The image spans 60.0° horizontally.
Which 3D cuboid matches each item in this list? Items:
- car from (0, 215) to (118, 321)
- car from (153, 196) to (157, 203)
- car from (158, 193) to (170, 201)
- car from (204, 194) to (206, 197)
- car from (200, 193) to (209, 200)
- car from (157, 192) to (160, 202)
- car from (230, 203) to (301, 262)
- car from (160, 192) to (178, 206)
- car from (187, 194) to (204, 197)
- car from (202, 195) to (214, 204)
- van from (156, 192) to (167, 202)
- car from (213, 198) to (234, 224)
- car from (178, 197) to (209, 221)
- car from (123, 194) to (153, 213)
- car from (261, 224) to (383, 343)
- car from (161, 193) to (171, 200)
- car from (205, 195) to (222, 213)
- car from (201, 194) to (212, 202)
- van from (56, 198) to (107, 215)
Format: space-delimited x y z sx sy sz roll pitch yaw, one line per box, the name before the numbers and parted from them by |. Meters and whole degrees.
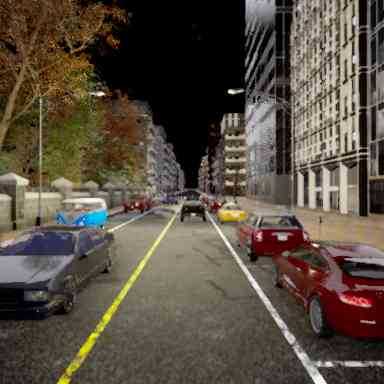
car | -3.102 1.505 7.695 2.033 1.411 5.357 0 0 0
car | -5.687 1.316 39.979 1.887 1.381 4.507 1 0 0
car | -5.689 1.022 68.046 1.967 1.590 4.097 1 0 0
car | 2.693 1.280 45.559 1.887 1.381 4.507 1 0 0
car | 2.690 1.066 73.815 1.752 1.417 4.829 1 0 0
car | -5.689 1.185 56.650 1.752 1.417 4.829 1 0 0
car | 2.698 1.375 11.854 1.967 1.590 4.097 1 0 0
car | -3.088 1.065 48.962 2.097 1.767 4.553 0 0 0
car | 0.094 1.114 41.241 2.097 1.767 4.553 0 0 0
car | 2.692 1.204 56.795 1.887 1.381 4.507 1 0 0
van | -5.687 0.962 62.432 1.690 1.788 3.998 1 0 0
car | 2.695 1.397 23.260 1.752 1.417 4.829 1 0 0
car | 0.096 1.360 25.581 1.837 1.490 4.892 0 -1 0
car | -5.684 1.121 34.363 2.192 1.841 5.009 1 0 0
car | 2.697 1.548 6.237 1.802 1.307 4.206 1 0 0
car | -5.691 1.068 73.491 1.752 1.417 4.829 1 0 0
car | 2.695 1.247 34.324 1.967 1.590 4.097 1 0 0
car | 2.691 1.165 62.411 1.887 1.381 4.507 1 0 0
van | -5.682 1.245 17.521 1.690 1.788 3.998 1 0 0
